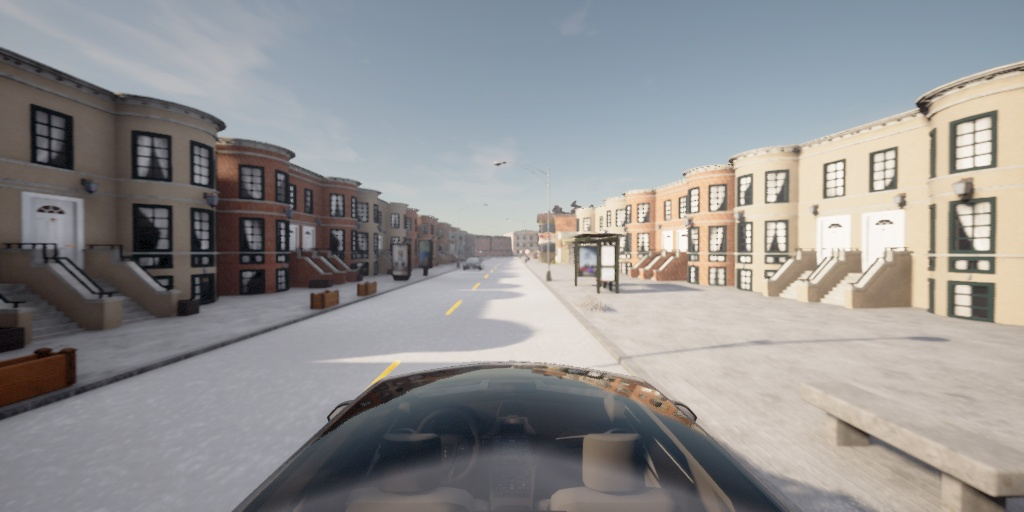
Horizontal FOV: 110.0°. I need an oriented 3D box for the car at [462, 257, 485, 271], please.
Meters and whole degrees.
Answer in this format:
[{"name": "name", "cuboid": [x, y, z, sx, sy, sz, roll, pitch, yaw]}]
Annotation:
[{"name": "car", "cuboid": [-4.083, 0.849, 38.318, 1.812, 1.442, 4.674, 0, 1, 0]}]
